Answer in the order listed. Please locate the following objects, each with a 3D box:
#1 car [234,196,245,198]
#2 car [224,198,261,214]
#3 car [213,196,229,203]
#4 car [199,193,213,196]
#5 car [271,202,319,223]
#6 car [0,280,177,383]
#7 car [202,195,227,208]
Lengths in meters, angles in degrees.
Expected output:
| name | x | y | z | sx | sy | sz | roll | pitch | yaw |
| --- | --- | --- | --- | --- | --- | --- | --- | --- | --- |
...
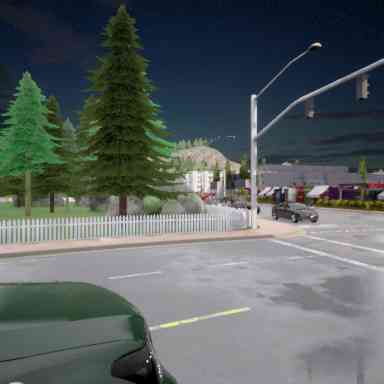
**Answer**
| name | x | y | z | sx | sy | sz | roll | pitch | yaw |
| --- | --- | --- | --- | --- | --- | --- | --- | --- | --- |
| car | 8.704 | 1.547 | 62.289 | 2.128 | 1.511 | 4.902 | 0 | 0 | -16 |
| car | 5.454 | 1.656 | 35.245 | 1.895 | 1.301 | 4.718 | 0 | 0 | -16 |
| car | 6.086 | 1.559 | 71.154 | 1.837 | 1.490 | 4.892 | 0 | 0 | -16 |
| car | 2.939 | 1.277 | 69.605 | 2.150 | 2.045 | 5.566 | 0 | 0 | -17 |
| car | 8.046 | 1.560 | 26.339 | 1.837 | 1.490 | 4.892 | 0 | 0 | -14 |
| car | -2.756 | 1.221 | 1.670 | 5.566 | 2.045 | 2.150 | 0 | 0 | -36 |
| car | 2.835 | 1.547 | 44.230 | 2.128 | 1.511 | 4.902 | 0 | 0 | -16 |
